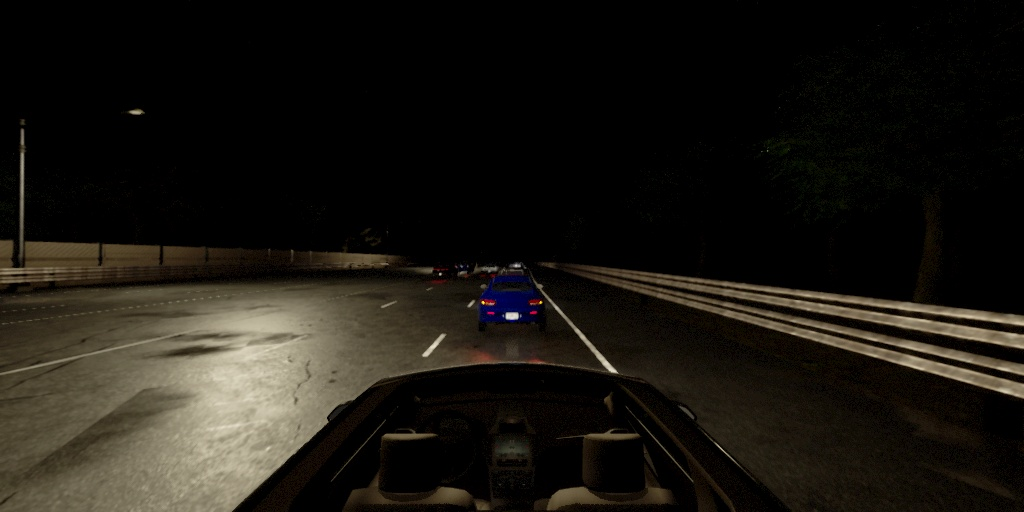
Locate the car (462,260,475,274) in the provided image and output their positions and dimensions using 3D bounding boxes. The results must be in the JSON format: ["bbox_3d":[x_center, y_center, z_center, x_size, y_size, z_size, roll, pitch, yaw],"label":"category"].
[{"bbox_3d":[-6.177,1.367,46.820,2.097,1.767,4.553,0,-1,2],"label":"car"}]

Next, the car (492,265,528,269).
[{"bbox_3d":[0.027,1.408,21.268,1.895,1.301,4.718,0,0,1],"label":"car"}]

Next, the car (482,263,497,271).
[{"bbox_3d":[-2.674,1.597,46.373,1.895,1.301,4.718,0,-1,2],"label":"car"}]

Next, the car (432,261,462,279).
[{"bbox_3d":[-6.567,1.429,35.634,1.837,1.490,4.892,0,0,2],"label":"car"}]

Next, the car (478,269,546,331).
[{"bbox_3d":[-0.008,1.302,10.995,1.812,1.442,4.674,0,0,0],"label":"car"}]

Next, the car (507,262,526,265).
[{"bbox_3d":[0.242,1.335,29.757,2.128,1.511,4.902,0,0,2],"label":"car"}]
